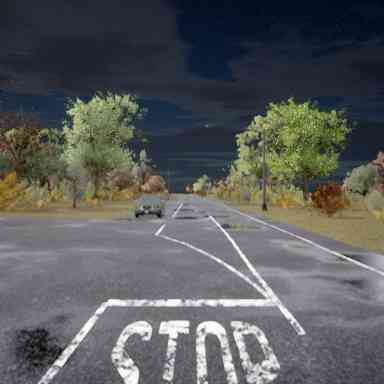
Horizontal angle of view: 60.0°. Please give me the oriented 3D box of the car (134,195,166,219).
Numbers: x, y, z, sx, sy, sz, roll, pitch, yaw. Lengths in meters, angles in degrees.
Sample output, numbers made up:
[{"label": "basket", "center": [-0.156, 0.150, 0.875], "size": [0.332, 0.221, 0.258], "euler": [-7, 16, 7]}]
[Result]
[{"label": "car", "center": [-3.485, 1.226, 28.474], "size": [2.150, 2.045, 5.566], "euler": [0, -1, 0]}]
